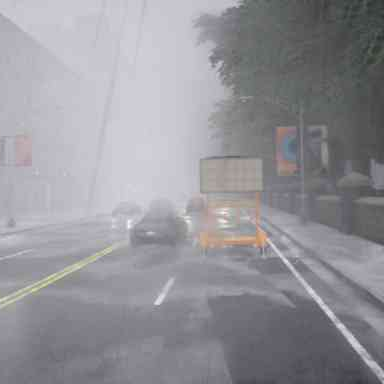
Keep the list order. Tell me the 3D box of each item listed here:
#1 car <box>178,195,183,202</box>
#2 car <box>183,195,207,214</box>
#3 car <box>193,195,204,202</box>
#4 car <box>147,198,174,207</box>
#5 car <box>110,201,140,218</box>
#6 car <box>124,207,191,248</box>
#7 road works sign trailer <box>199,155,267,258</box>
[{"bbox_3d":[-1.802,1.365,74.139,2.097,1.767,4.553,-1,0,6],"label":"car"},{"bbox_3d":[0.649,1.329,34.314,2.097,1.767,4.553,-1,0,6],"label":"car"},{"bbox_3d":[1.429,1.430,73.770,1.882,1.535,5.008,-1,0,6],"label":"car"},{"bbox_3d":[-3.044,1.395,32.096,2.097,1.767,4.553,-1,0,6],"label":"car"},{"bbox_3d":[-6.289,1.626,32.273,1.812,1.442,4.674,-1,0,6],"label":"car"},{"bbox_3d":[-1.377,1.583,14.999,1.994,1.385,4.181,-1,0,6],"label":"car"},{"bbox_3d":[1.517,0.433,12.579,2.380,3.560,2.880,-1,0,6],"label":"road works sign trailer"}]
